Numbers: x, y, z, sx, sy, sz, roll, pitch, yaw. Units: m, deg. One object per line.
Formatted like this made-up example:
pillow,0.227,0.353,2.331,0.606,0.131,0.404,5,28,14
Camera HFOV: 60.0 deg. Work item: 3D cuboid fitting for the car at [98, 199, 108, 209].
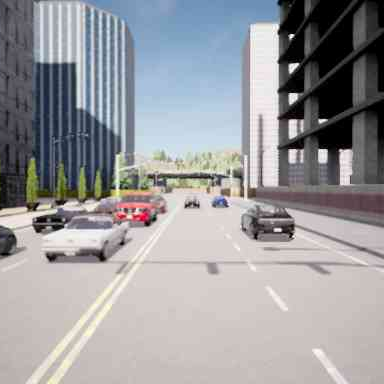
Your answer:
car,-7.013,1.300,29.308,2.033,1.411,5.357,0,1,0

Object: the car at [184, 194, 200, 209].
car,0.031,1.262,39.761,1.895,1.301,4.718,0,1,0

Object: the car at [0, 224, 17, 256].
car,-7.094,1.489,9.919,1.994,1.385,4.181,0,1,0

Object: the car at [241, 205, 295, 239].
car,3.604,1.360,16.389,2.128,1.511,4.902,0,1,0

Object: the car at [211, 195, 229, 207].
car,3.535,1.162,42.482,1.812,1.442,4.674,0,1,1

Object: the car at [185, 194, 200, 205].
car,0.006,1.069,49.319,2.128,1.511,4.902,0,1,0

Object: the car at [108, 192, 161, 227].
car,-3.571,1.041,21.811,2.150,2.045,5.566,0,1,0

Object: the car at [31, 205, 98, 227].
car,-7.082,1.448,18.680,1.895,1.301,4.718,0,1,0

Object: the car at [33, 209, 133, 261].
car,-3.593,1.508,12.040,1.895,1.301,4.718,0,1,0

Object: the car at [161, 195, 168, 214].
car,-3.494,1.083,31.801,2.097,1.767,4.553,0,1,0
